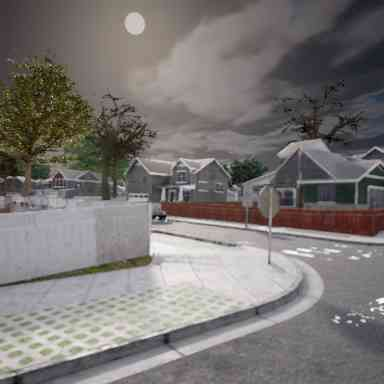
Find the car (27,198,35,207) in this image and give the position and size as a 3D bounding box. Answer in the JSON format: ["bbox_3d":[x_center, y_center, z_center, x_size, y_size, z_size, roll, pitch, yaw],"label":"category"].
[{"bbox_3d":[-22.248,1.462,44.723,1.812,1.442,4.674,4,-3,-42],"label":"car"}]

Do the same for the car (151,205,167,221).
[{"bbox_3d":[-4.118,1.728,27.957,1.895,1.301,4.718,4,-2,-39],"label":"car"}]
